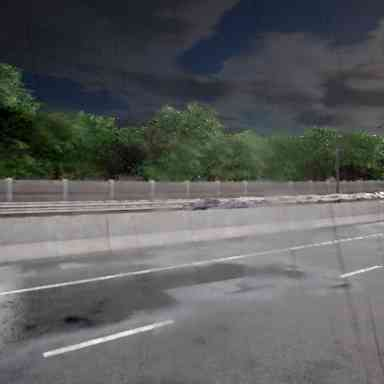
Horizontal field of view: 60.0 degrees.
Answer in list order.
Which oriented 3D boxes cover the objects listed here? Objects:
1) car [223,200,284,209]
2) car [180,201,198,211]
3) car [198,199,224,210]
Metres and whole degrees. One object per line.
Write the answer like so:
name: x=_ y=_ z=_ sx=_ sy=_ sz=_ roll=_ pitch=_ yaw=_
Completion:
car: x=5.223 y=1.463 z=24.714 sx=5.357 sy=1.411 sz=2.033 roll=-1 pitch=0 yaw=-35
car: x=1.215 y=1.416 z=30.443 sx=4.892 sy=1.490 sz=1.837 roll=-1 pitch=0 yaw=-35
car: x=3.360 y=1.403 z=27.672 sx=4.902 sy=1.511 sz=2.128 roll=-1 pitch=0 yaw=-35
